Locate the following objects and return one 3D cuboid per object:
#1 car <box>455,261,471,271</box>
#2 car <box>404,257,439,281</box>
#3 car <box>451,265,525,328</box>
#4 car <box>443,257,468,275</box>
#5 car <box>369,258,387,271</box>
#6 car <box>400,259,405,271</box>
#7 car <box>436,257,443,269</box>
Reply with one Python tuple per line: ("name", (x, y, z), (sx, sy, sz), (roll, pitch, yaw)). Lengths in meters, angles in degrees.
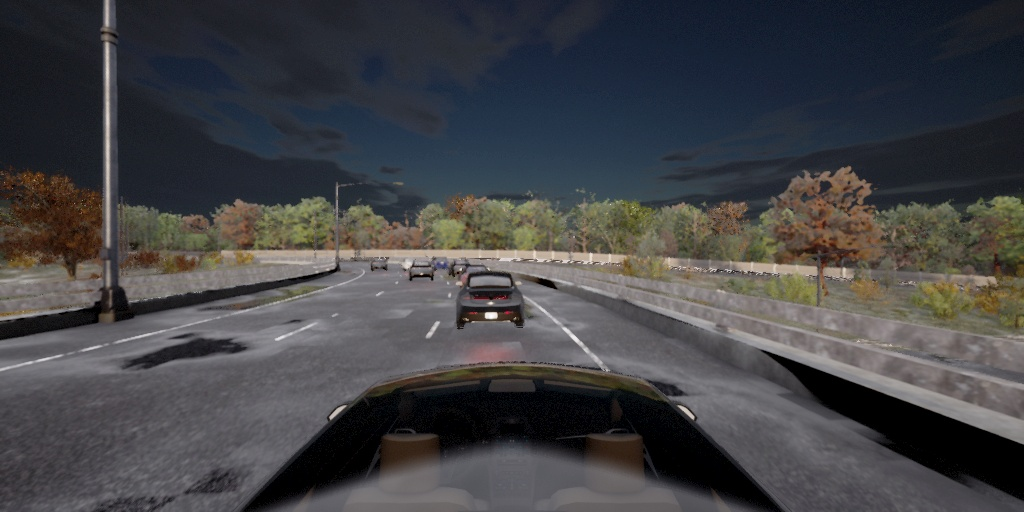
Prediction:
("car", (-2.241, 1.202, 21.843), (1.994, 1.385, 4.181), (0, 0, -10))
("car", (-7.249, 1.096, 28.660), (2.128, 1.511, 4.902), (0, 0, -15))
("car", (-0.712, 1.202, 11.229), (1.837, 1.490, 4.892), (0, 0, -5))
("car", (-4.764, 1.071, 32.692), (2.128, 1.511, 4.902), (0, 0, -16))
("car", (-16.575, 1.013, 44.455), (2.128, 1.511, 4.902), (0, 0, -24))
("car", (-12.657, 1.045, 44.250), (1.812, 1.442, 4.674), (0, 1, -23))
("car", (-9.261, 0.863, 45.143), (2.097, 1.767, 4.553), (0, 0, -23))
